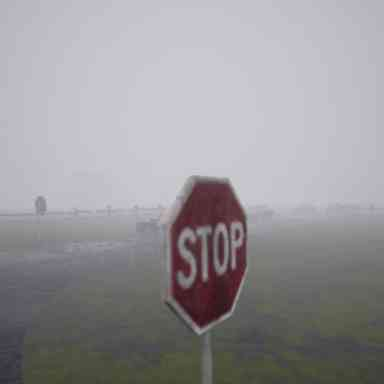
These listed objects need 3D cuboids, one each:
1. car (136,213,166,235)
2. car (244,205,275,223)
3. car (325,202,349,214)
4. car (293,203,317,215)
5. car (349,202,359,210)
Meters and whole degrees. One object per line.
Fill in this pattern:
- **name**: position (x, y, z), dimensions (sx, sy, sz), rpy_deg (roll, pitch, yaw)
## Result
- **car**: position (-1.244, 1.945, 20.695), dimensions (1.895, 1.301, 4.718), rpy_deg (-2, -2, 35)
- **car**: position (6.112, 1.965, 31.042), dimensions (1.882, 1.535, 5.008), rpy_deg (-2, -2, 36)
- **car**: position (19.149, 2.123, 44.294), dimensions (1.837, 1.490, 4.892), rpy_deg (-2, -2, 35)
- **car**: position (14.508, 2.127, 42.778), dimensions (1.882, 1.535, 5.008), rpy_deg (-2, -1, 36)
- **car**: position (25.145, 2.282, 52.744), dimensions (2.033, 1.411, 5.357), rpy_deg (-2, -2, 36)
